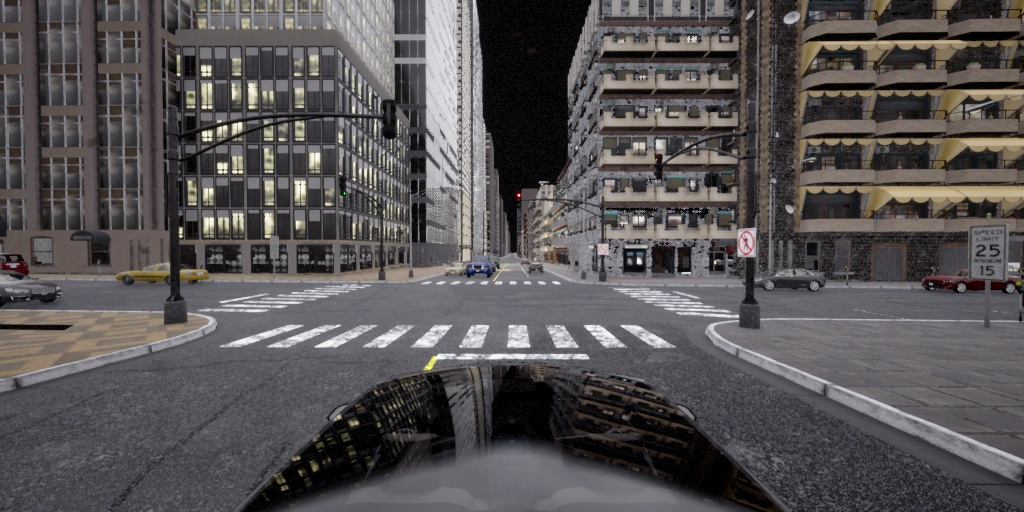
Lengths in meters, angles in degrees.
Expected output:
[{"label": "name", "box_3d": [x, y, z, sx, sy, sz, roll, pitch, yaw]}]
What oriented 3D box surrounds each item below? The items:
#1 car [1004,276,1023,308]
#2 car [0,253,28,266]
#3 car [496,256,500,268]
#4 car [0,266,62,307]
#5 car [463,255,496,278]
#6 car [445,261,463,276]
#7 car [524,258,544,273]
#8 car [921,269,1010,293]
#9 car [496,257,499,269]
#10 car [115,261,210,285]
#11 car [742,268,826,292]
[{"label": "car", "box_3d": [21.736, 1.576, 13.208, 4.313, 1.339, 1.948, 0, 0, 1]}, {"label": "car", "box_3d": [-33.577, 0.712, 22.468, 5.009, 1.841, 2.192, 0, 0, 1]}, {"label": "car", "box_3d": [-2.994, 0.957, 55.349, 2.150, 2.045, 5.566, 0, 0, 0]}, {"label": "car", "box_3d": [-20.265, 1.204, 13.905, 4.403, 1.370, 2.007, 0, 0, 1]}, {"label": "car", "box_3d": [-3.042, 0.962, 34.662, 2.150, 2.045, 5.566, 0, 0, 0]}, {"label": "car", "box_3d": [-5.629, 1.265, 36.361, 1.751, 1.417, 4.829, 0, 0, 0]}, {"label": "car", "box_3d": [2.762, 1.289, 42.170, 2.007, 1.370, 4.403, 0, 0, 0]}, {"label": "car", "box_3d": [27.409, 1.461, 21.499, 4.507, 1.381, 1.888, 0, 0, 1]}, {"label": "car", "box_3d": [-3.017, 1.216, 44.793, 1.882, 1.535, 5.008, 0, 0, 0]}, {"label": "car", "box_3d": [-21.631, 1.029, 22.242, 4.829, 1.417, 1.751, 0, 0, 1]}, {"label": "car", "box_3d": [16.344, 1.375, 21.674, 4.403, 1.370, 2.007, 0, 0, 1]}]
